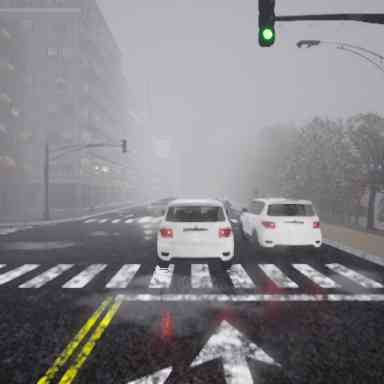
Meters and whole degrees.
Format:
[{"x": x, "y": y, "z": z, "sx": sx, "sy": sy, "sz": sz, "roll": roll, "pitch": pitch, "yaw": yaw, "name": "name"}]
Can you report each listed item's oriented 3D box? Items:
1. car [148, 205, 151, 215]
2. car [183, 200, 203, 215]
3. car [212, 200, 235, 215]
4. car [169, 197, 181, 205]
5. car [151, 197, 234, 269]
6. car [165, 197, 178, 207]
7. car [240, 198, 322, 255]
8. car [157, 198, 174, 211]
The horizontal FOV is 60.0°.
[{"x": -3.344, "y": 1.634, "z": 33.888, "sx": 1.895, "sy": 1.301, "sz": 4.718, "roll": 0, "pitch": 0, "yaw": 0, "name": "car"}, {"x": 0.097, "y": 1.583, "z": 36.052, "sx": 2.033, "sy": 1.411, "sz": 5.357, "roll": 0, "pitch": 0, "yaw": 0, "name": "car"}, {"x": 3.345, "y": 1.584, "z": 36.365, "sx": 2.033, "sy": 1.411, "sz": 5.357, "roll": 0, "pitch": 0, "yaw": 0, "name": "car"}, {"x": -3.257, "y": 1.624, "z": 63.427, "sx": 2.033, "sy": 1.411, "sz": 5.357, "roll": 0, "pitch": 0, "yaw": 0, "name": "car"}, {"x": 0.097, "y": 1.234, "z": 11.330, "sx": 2.150, "sy": 2.045, "sz": 5.566, "roll": 0, "pitch": 0, "yaw": 0, "name": "car"}, {"x": -3.256, "y": 1.565, "z": 53.102, "sx": 1.837, "sy": 1.490, "sz": 4.892, "roll": 0, "pitch": 0, "yaw": 0, "name": "car"}, {"x": 3.347, "y": 1.235, "z": 13.533, "sx": 2.150, "sy": 2.045, "sz": 5.566, "roll": 0, "pitch": 0, "yaw": 0, "name": "car"}, {"x": -3.323, "y": 1.571, "z": 42.807, "sx": 1.812, "sy": 1.442, "sz": 4.674, "roll": 0, "pitch": 0, "yaw": 0, "name": "car"}]
